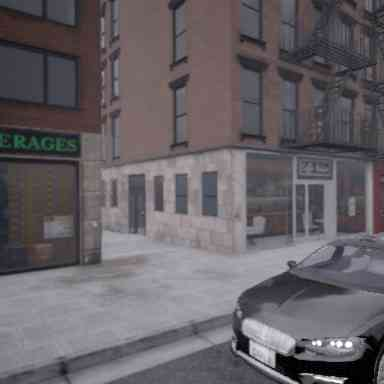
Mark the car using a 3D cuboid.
[{"bbox_3d":[2.754,1.490,5.038,4.902,1.511,2.128,0,0,-35],"label":"car"}]
